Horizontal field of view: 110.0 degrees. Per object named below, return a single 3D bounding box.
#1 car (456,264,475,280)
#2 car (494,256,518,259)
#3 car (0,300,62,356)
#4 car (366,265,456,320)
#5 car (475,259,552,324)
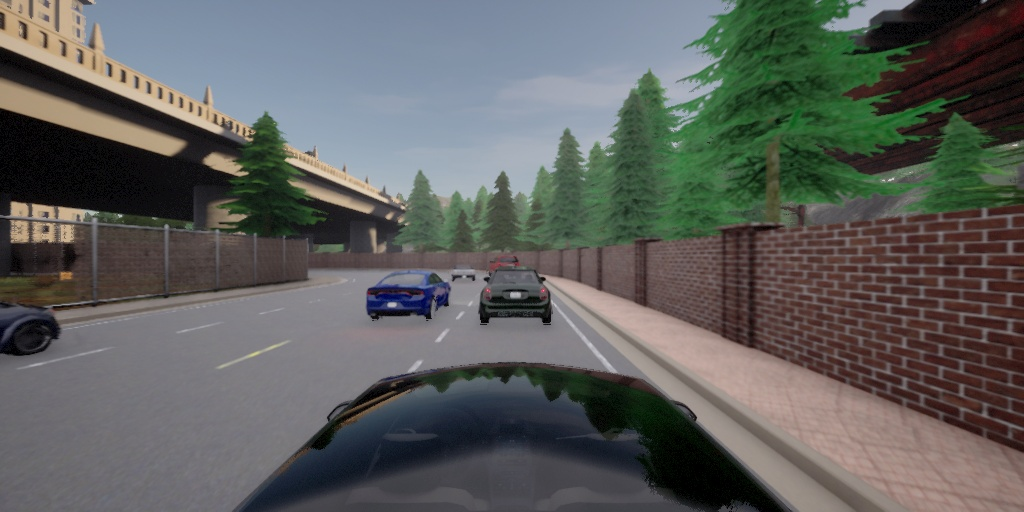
[{"bbox_3d":[-4.313,1.378,30.964,1.895,1.301,4.718,0,0,-12],"label":"car"},{"bbox_3d":[-0.710,1.000,31.664,2.150,2.045,5.566,1,0,-11],"label":"car"},{"bbox_3d":[-10.603,1.318,5.844,1.994,1.385,4.181,0,0,0],"label":"car"},{"bbox_3d":[-3.399,1.238,12.641,1.882,1.535,5.008,0,0,0],"label":"car"},{"bbox_3d":[0.101,1.112,12.125,2.097,1.767,4.553,0,0,0],"label":"car"}]
